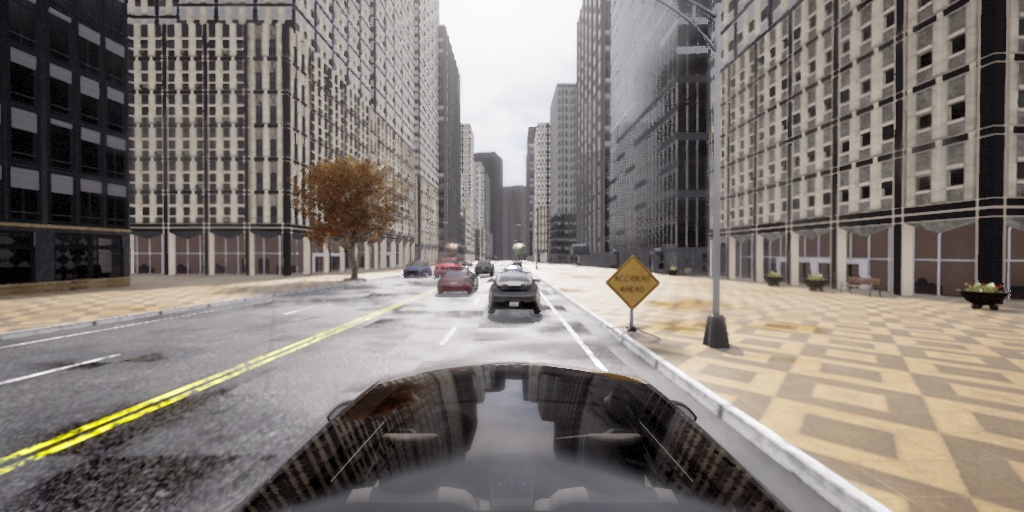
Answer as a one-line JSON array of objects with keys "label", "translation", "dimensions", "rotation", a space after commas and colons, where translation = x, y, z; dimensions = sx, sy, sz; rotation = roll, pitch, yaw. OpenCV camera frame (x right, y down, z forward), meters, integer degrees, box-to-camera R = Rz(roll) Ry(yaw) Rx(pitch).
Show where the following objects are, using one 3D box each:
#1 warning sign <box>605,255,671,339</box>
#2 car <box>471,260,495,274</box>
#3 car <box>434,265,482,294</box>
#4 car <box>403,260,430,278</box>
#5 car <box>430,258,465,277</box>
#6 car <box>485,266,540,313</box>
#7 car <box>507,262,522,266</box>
[{"label": "warning sign", "translation": [2.852, 0.913, 8.573], "dimensions": [1.300, 1.860, 1.060], "rotation": [0, 0, 0]}, {"label": "car", "translation": [-3.136, 1.383, 41.474], "dimensions": [2.097, 1.767, 4.553], "rotation": [0, 0, 0]}, {"label": "car", "translation": [-3.148, 1.453, 21.448], "dimensions": [1.994, 1.385, 4.181], "rotation": [0, 0, 0]}, {"label": "car", "translation": [-9.834, 1.354, 37.526], "dimensions": [2.097, 1.767, 4.553], "rotation": [0, 0, 0]}, {"label": "car", "translation": [-6.586, 1.221, 37.385], "dimensions": [2.150, 2.045, 5.566], "rotation": [0, 0, 0]}, {"label": "car", "translation": [0.088, 1.346, 14.409], "dimensions": [1.837, 1.490, 4.892], "rotation": [0, 0, 0]}, {"label": "car", "translation": [0.109, 1.528, 34.484], "dimensions": [2.033, 1.411, 5.357], "rotation": [0, 0, 0]}]
